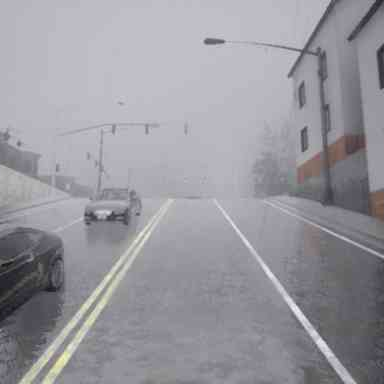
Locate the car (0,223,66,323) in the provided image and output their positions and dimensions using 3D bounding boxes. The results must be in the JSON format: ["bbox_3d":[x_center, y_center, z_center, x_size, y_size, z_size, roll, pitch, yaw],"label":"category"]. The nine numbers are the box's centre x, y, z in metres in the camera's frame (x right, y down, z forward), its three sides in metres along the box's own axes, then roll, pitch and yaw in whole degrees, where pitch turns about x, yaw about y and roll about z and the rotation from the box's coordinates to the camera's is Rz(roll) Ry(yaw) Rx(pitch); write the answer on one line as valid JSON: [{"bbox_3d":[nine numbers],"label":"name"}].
[{"bbox_3d":[-3.575,1.320,5.326,1.812,1.442,4.674,0,3,0],"label":"car"}]

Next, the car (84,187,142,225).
[{"bbox_3d":[-3.513,0.555,15.468,2.128,1.511,4.902,0,4,0],"label":"car"}]

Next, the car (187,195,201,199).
[{"bbox_3d":[0.218,1.191,39.423,2.033,1.411,5.357,0,-9,0],"label":"car"}]
